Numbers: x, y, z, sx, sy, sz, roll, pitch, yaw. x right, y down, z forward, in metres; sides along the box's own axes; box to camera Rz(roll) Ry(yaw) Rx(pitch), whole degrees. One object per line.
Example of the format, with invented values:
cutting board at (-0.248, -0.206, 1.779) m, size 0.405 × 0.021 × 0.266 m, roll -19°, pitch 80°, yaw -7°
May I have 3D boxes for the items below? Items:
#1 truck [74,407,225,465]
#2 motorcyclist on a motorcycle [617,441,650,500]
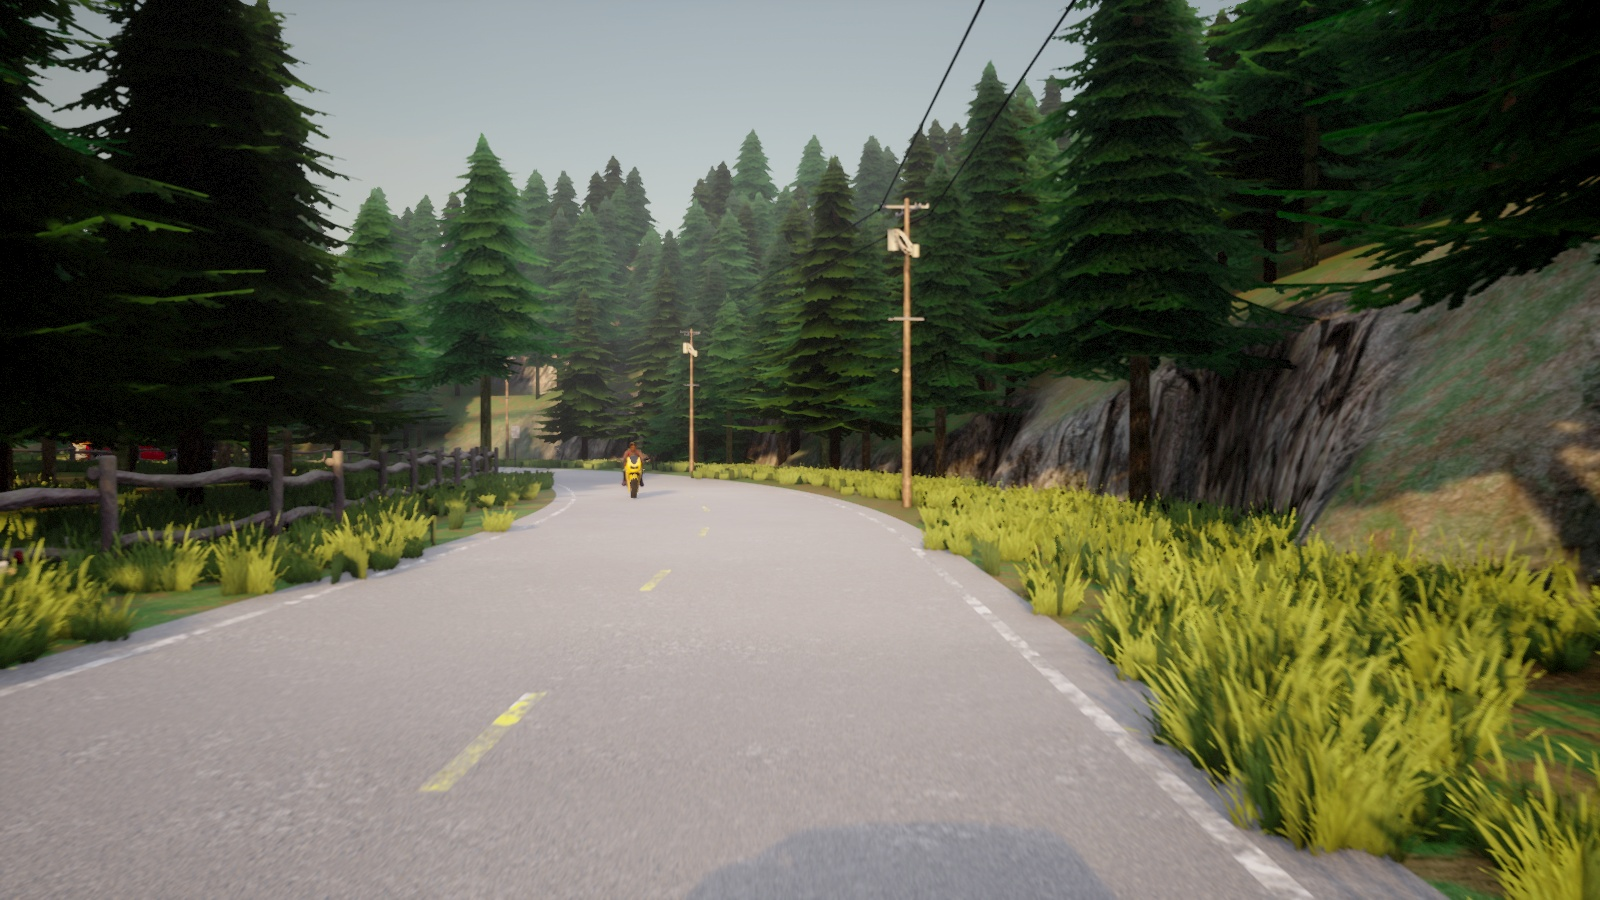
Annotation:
truck at (-43.175, -0.921, 83.606) m, size 8.468 × 3.827 × 2.891 m, roll 0°, pitch 0°, yaw -6°
motorcyclist on a motorcycle at (-4.467, 0.536, 33.605) m, size 0.797 × 1.523 × 2.044 m, roll 0°, pitch 0°, yaw -10°
